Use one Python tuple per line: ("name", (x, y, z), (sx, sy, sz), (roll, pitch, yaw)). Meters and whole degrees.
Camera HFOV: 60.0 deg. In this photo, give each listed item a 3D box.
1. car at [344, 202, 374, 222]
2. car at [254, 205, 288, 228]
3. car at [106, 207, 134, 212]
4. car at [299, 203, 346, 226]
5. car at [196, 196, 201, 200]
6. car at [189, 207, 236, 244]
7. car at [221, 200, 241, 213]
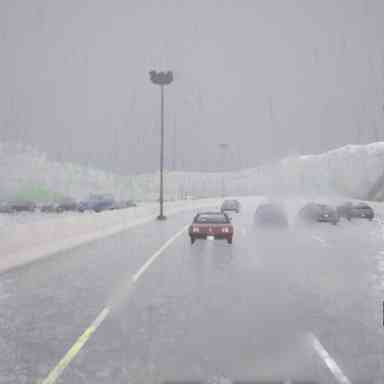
("car", (13.104, 1.524, 27.028), (2.128, 1.511, 4.902), (0, 0, 10))
("car", (5.264, 1.562, 22.449), (2.033, 1.411, 5.357), (0, 0, 8))
("car", (-7.147, 1.552, 33.978), (1.994, 1.385, 4.181), (0, 0, 11))
("car", (9.010, 1.570, 23.888), (2.033, 1.411, 5.357), (0, 0, 9))
("car", (2.377, 1.475, 75.714), (1.994, 1.385, 4.181), (0, 0, 23))
("car", (0.991, 1.605, 16.005), (1.895, 1.301, 4.718), (0, 0, 6))
("car", (4.336, 1.561, 36.909), (2.033, 1.411, 5.357), (0, 0, 13))
